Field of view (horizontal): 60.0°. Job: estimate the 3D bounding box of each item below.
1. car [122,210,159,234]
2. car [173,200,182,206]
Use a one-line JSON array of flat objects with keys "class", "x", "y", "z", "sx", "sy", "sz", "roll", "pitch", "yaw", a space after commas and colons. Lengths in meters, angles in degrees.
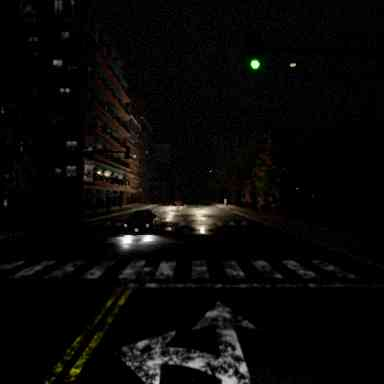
[{"class": "car", "x": -3.262, "y": 1.888, "z": 22.174, "sx": 2.033, "sy": 1.411, "sz": 5.357, "roll": 0, "pitch": -1, "yaw": 0}, {"class": "car", "x": -3.263, "y": 2.553, "z": 76.328, "sx": 1.812, "sy": 1.442, "sz": 4.674, "roll": 0, "pitch": -1, "yaw": 0}]
